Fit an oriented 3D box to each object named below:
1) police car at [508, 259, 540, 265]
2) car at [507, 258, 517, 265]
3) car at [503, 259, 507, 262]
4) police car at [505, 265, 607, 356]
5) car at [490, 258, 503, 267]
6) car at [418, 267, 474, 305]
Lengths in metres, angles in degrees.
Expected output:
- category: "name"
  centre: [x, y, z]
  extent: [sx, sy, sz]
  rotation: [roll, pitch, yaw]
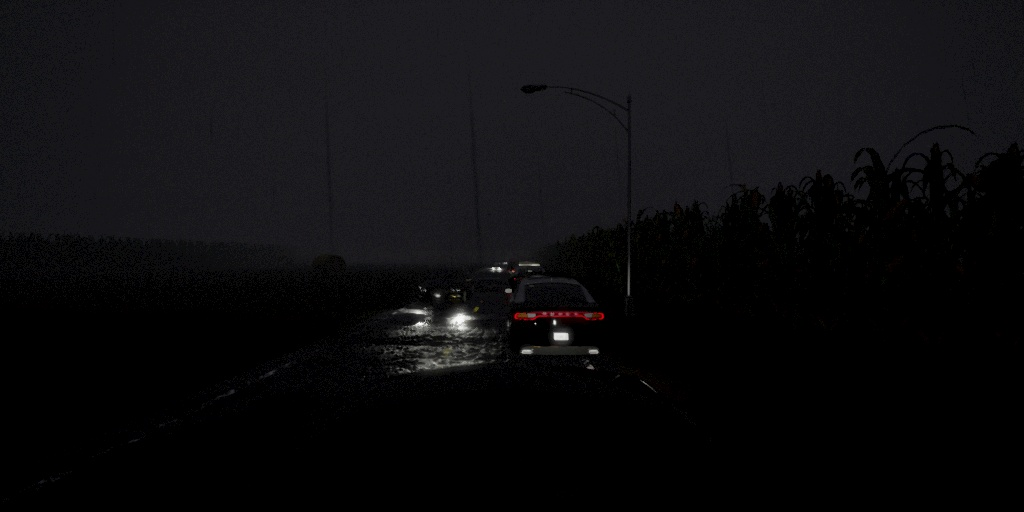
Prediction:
- category: "police car"
  centre: [0.892, 1.166, 18.720]
  extent: [1.930, 1.638, 5.238]
  rotation: [0, 0, 0]
- category: "car"
  centre: [0.914, 1.084, 24.580]
  extent: [2.097, 1.767, 4.553]
  rotation: [0, 0, 0]
- category: "car"
  centre: [0.249, 1.179, 51.232]
  extent: [2.128, 1.511, 4.902]
  rotation: [0, 0, 1]
- category: "police car"
  centre: [0.854, 1.173, 8.721]
  extent: [1.930, 1.638, 5.238]
  rotation: [0, 0, 0]
- category: "car"
  centre: [-2.603, 1.154, 60.686]
  extent: [2.128, 1.511, 4.902]
  rotation: [0, 0, 0]
- category: "car"
  centre: [-2.792, 1.248, 15.983]
  extent: [1.837, 1.490, 4.892]
  rotation: [0, 0, 0]
